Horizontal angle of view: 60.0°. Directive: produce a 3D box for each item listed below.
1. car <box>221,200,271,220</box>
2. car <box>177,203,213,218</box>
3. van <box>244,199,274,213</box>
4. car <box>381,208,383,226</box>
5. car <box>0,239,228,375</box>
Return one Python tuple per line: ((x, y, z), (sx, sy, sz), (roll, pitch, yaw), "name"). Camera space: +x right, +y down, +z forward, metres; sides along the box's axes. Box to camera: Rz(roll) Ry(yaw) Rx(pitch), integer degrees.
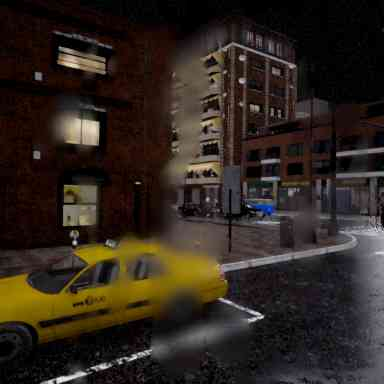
((4.532, 1.699, 30.228), (1.812, 1.442, 4.674), (1, -1, -35), "car")
((0.232, 1.730, 31.886), (1.947, 1.339, 4.313), (1, -1, -35), "car")
((7.130, 1.654, 36.645), (1.690, 1.788, 3.998), (1, -1, -35), "van")
((11.823, 1.215, 16.189), (2.150, 2.045, 5.566), (1, -1, -8), "car")
((-1.595, 1.526, 5.572), (4.829, 1.417, 1.752), (0, 1, -35), "car")
